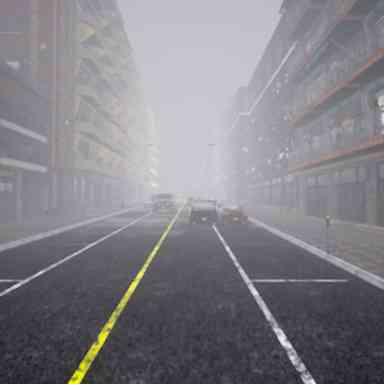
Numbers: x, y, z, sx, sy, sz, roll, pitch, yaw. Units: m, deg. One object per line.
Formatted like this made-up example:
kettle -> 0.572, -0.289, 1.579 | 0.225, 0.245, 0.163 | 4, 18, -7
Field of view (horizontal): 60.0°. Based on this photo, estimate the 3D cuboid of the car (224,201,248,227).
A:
car -> 2.586, 1.451, 21.980 | 1.887, 1.381, 4.507 | 1, 0, 0

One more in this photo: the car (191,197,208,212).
car -> 0.828, 1.382, 37.652 | 1.812, 1.442, 4.674 | 0, 0, 0

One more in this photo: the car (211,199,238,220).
car -> 2.587, 1.411, 27.682 | 1.752, 1.417, 4.829 | 1, 0, 0

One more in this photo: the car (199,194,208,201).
car -> 2.600, 1.222, 77.288 | 1.967, 1.590, 4.097 | 1, 0, 0

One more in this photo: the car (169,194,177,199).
car -> -5.290, 1.340, 93.941 | 1.947, 1.339, 4.313 | 1, 0, 0

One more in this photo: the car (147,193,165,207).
car -> -5.286, 1.140, 49.697 | 2.192, 1.841, 5.009 | 2, 0, 0

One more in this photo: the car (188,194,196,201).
car -> 0.006, 1.220, 73.230 | 1.895, 1.301, 4.718 | 0, 0, 0

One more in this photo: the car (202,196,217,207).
car -> 2.588, 1.376, 49.634 | 2.008, 1.369, 4.403 | 1, 0, 0

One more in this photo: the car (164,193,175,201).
car -> -5.285, 1.097, 77.348 | 2.192, 1.841, 5.009 | 1, 0, 0

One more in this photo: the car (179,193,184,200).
car -> -2.744, 1.063, 75.730 | 2.128, 1.511, 4.902 | 0, 0, 0

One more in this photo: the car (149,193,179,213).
car -> -2.845, 1.084, 35.265 | 2.150, 2.045, 5.566 | 0, 0, 0

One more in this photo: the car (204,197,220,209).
car -> 2.587, 1.384, 44.102 | 1.887, 1.381, 4.507 | 1, 0, 0

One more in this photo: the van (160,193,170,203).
van -> -5.286, 1.135, 66.288 | 1.690, 1.788, 3.998 | 1, 0, 0

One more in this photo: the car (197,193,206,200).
car -> 2.562, 1.089, 88.349 | 2.192, 1.841, 5.009 | 1, 0, 0

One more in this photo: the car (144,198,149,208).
car -> -5.292, 1.365, 43.996 | 1.752, 1.417, 4.829 | 2, 0, 0

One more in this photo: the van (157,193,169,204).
van -> -5.286, 1.143, 60.756 | 1.690, 1.788, 3.998 | 2, 0, 0

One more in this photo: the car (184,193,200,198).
car -> 0.005, 1.311, 58.194 | 1.837, 1.490, 4.892 | 0, 0, 0

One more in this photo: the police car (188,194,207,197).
police car -> 0.827, 1.298, 31.759 | 1.930, 1.638, 5.238 | 0, 0, 0

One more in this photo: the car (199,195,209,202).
car -> 2.590, 1.332, 71.756 | 1.887, 1.381, 4.507 | 1, 0, 0

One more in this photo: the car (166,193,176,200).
car -> -5.284, 1.093, 82.878 | 2.192, 1.841, 5.009 | 1, 0, 0

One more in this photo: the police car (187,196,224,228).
police car -> 0.714, 1.331, 21.757 | 1.930, 1.638, 5.238 | 0, 0, 0
